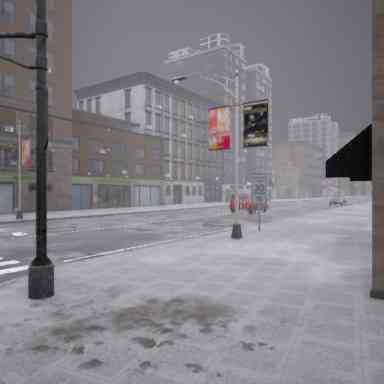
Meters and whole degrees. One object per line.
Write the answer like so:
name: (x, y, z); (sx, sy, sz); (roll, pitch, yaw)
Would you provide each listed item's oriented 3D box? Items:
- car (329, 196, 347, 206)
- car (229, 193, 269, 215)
car: (22.646, 1.376, 51.516); (2.033, 1.411, 5.357); (0, 0, 34)
car: (5.719, 1.102, 32.971); (2.150, 2.045, 5.566); (0, 0, 35)
